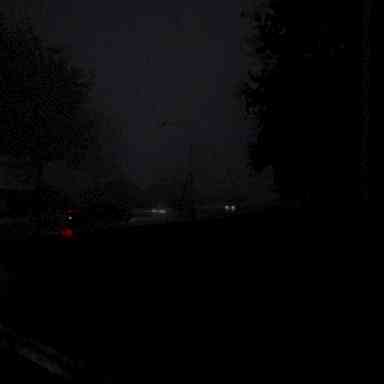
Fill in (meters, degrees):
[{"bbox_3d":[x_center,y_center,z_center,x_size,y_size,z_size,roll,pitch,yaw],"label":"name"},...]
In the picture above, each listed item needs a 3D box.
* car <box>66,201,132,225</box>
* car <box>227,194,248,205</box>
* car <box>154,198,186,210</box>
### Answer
[{"bbox_3d":[-6.480,1.450,23.772,1.837,1.490,4.892,0,0,39],"label":"car"},{"bbox_3d":[7.317,1.123,53.386,2.128,1.511,4.902,0,1,35],"label":"car"},{"bbox_3d":[-2.580,1.450,40.188,1.994,1.385,4.181,0,0,38],"label":"car"}]
